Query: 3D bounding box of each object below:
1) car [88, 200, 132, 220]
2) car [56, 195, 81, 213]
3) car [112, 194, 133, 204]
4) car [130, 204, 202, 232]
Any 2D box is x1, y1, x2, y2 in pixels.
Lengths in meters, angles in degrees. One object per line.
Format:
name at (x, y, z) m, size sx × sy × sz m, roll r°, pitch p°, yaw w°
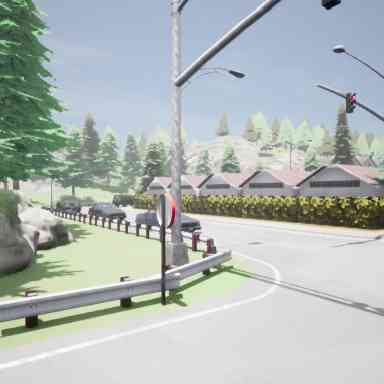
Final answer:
car at (-7.608, 1.739, 29.436) m, size 2.033 × 1.411 × 5.357 m, roll 0°, pitch 0°, yaw -35°
car at (-14.865, 1.407, 39.912) m, size 2.150 × 2.045 × 5.566 m, roll 0°, pitch 0°, yaw -30°
car at (-10.393, 1.398, 54.114) m, size 2.150 × 2.045 × 5.566 m, roll 0°, pitch 0°, yaw 37°
car at (-1.674, 1.739, 20.972) m, size 2.033 × 1.411 × 5.357 m, roll 0°, pitch 0°, yaw -38°
